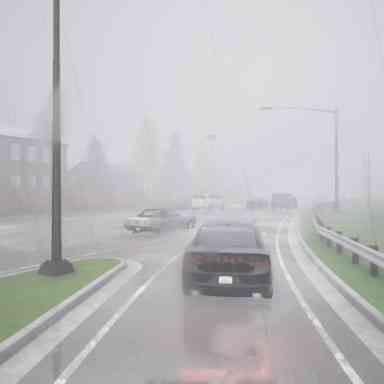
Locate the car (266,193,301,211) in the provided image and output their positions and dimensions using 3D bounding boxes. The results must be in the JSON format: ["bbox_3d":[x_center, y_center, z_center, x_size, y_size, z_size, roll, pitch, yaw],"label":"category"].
[{"bbox_3d":[11.185,1.185,40.214,2.150,2.045,5.566,0,0,31],"label":"car"}]

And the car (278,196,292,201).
[{"bbox_3d":[22.249,1.523,79.568,1.895,1.301,4.718,0,0,31],"label":"car"}]

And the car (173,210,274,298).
[{"bbox_3d":[0.947,1.470,8.591,1.882,1.535,5.008,0,0,8],"label":"car"}]

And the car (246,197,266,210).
[{"bbox_3d":[8.572,1.439,42.670,1.882,1.535,5.008,0,0,31],"label":"car"}]

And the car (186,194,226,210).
[{"bbox_3d":[1.978,1.188,38.427,2.150,2.045,5.566,0,0,31],"label":"car"}]

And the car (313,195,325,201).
[{"bbox_3d":[30.716,1.479,80.113,1.994,1.385,4.181,0,0,31],"label":"car"}]

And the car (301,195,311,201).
[{"bbox_3d":[28.001,1.425,82.394,1.837,1.490,4.892,0,0,31],"label":"car"}]

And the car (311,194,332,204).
[{"bbox_3d":[24.125,1.295,61.976,2.097,1.767,4.553,0,0,31],"label":"car"}]

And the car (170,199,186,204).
[{"bbox_3d":[-0.946,1.528,40.354,1.994,1.385,4.181,0,0,31],"label":"car"}]

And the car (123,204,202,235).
[{"bbox_3d":[-1.592,1.584,18.720,1.895,1.301,4.718,0,0,31],"label":"car"}]
